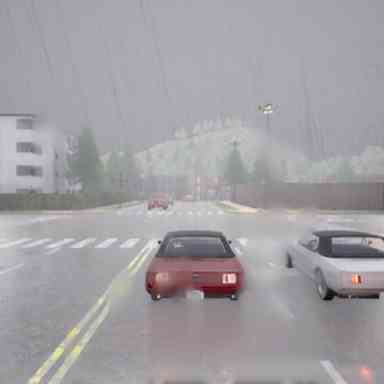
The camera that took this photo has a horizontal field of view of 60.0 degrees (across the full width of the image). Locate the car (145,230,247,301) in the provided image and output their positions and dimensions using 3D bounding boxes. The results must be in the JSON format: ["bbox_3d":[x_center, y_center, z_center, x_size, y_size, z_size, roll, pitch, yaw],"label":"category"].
[{"bbox_3d":[0.068,1.596,8.270,1.895,1.301,4.718,0,0,0],"label":"car"}]

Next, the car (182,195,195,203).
[{"bbox_3d":[-0.759,1.418,68.681,1.882,1.535,5.008,0,0,-14],"label":"car"}]

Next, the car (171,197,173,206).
[{"bbox_3d":[-4.208,1.304,54.808,2.097,1.767,4.553,0,0,0],"label":"car"}]

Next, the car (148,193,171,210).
[{"bbox_3d":[-4.231,1.180,42.044,2.150,2.045,5.566,0,0,0],"label":"car"}]

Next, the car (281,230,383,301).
[{"bbox_3d":[3.619,1.596,8.252,1.895,1.301,4.718,0,0,2],"label":"car"}]
